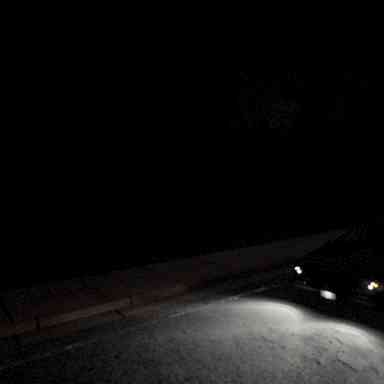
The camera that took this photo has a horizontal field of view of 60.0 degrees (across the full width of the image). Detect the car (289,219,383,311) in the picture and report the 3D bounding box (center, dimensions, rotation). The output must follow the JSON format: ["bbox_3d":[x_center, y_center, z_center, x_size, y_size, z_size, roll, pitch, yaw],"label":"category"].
[{"bbox_3d":[4.491,1.332,7.385,5.357,1.411,2.033,-2,1,-37],"label":"car"}]
